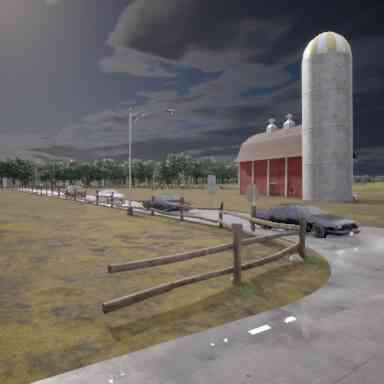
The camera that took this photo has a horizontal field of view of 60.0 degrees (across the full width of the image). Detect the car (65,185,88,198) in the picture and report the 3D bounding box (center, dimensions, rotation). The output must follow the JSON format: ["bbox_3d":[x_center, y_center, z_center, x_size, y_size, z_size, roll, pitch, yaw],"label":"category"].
[{"bbox_3d":[-16.185,-0.118,46.391,2.097,1.767,4.553,-1,2,-35],"label":"car"}]

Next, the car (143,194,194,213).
[{"bbox_3d":[-2.010,0.857,26.381,2.033,1.411,5.357,-1,2,-35],"label":"car"}]

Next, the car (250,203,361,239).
[{"bbox_3d":[5.219,1.281,16.227,2.033,1.411,5.357,-1,2,-35],"label":"car"}]

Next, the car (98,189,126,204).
[{"bbox_3d":[-8.734,0.456,35.829,1.812,1.442,4.674,-1,2,-35],"label":"car"}]
